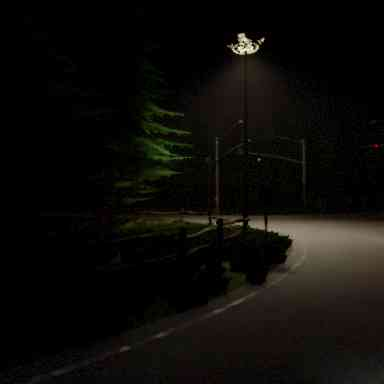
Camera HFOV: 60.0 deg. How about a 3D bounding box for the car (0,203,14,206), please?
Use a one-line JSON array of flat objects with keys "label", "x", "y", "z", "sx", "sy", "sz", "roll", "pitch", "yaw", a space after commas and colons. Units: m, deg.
[{"label": "car", "x": -19.382, "y": 1.864, "z": 34.975, "sx": 4.892, "sy": 1.490, "sz": 1.837, "roll": 0, "pitch": -1, "yaw": 24}]
